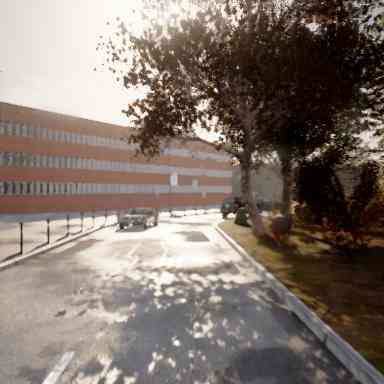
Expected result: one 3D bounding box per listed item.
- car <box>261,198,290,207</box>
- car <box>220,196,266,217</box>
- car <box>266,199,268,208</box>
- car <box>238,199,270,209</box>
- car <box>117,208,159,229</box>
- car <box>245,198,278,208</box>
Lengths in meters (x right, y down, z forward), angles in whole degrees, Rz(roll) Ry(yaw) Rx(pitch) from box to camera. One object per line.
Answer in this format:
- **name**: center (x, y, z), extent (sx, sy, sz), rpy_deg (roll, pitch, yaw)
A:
- **car**: center (14.949, 1.913, 59.939), extent (4.674, 1.452, 2.002), rpy_deg (0, 0, 37)
- **car**: center (5.015, 1.499, 33.880), extent (2.150, 2.045, 5.566), rpy_deg (0, 0, 38)
- **car**: center (8.169, 1.603, 50.896), extent (5.566, 2.045, 2.435), rpy_deg (0, 0, 37)
- **car**: center (9.880, 1.900, 53.143), extent (4.674, 1.452, 2.002), rpy_deg (0, 0, 37)
- **car**: center (-3.748, 1.820, 23.789), extent (1.895, 1.301, 4.718), rpy_deg (0, -1, 6)
- **car**: center (11.568, 1.866, 55.411), extent (5.008, 1.535, 2.097), rpy_deg (0, 0, 37)
